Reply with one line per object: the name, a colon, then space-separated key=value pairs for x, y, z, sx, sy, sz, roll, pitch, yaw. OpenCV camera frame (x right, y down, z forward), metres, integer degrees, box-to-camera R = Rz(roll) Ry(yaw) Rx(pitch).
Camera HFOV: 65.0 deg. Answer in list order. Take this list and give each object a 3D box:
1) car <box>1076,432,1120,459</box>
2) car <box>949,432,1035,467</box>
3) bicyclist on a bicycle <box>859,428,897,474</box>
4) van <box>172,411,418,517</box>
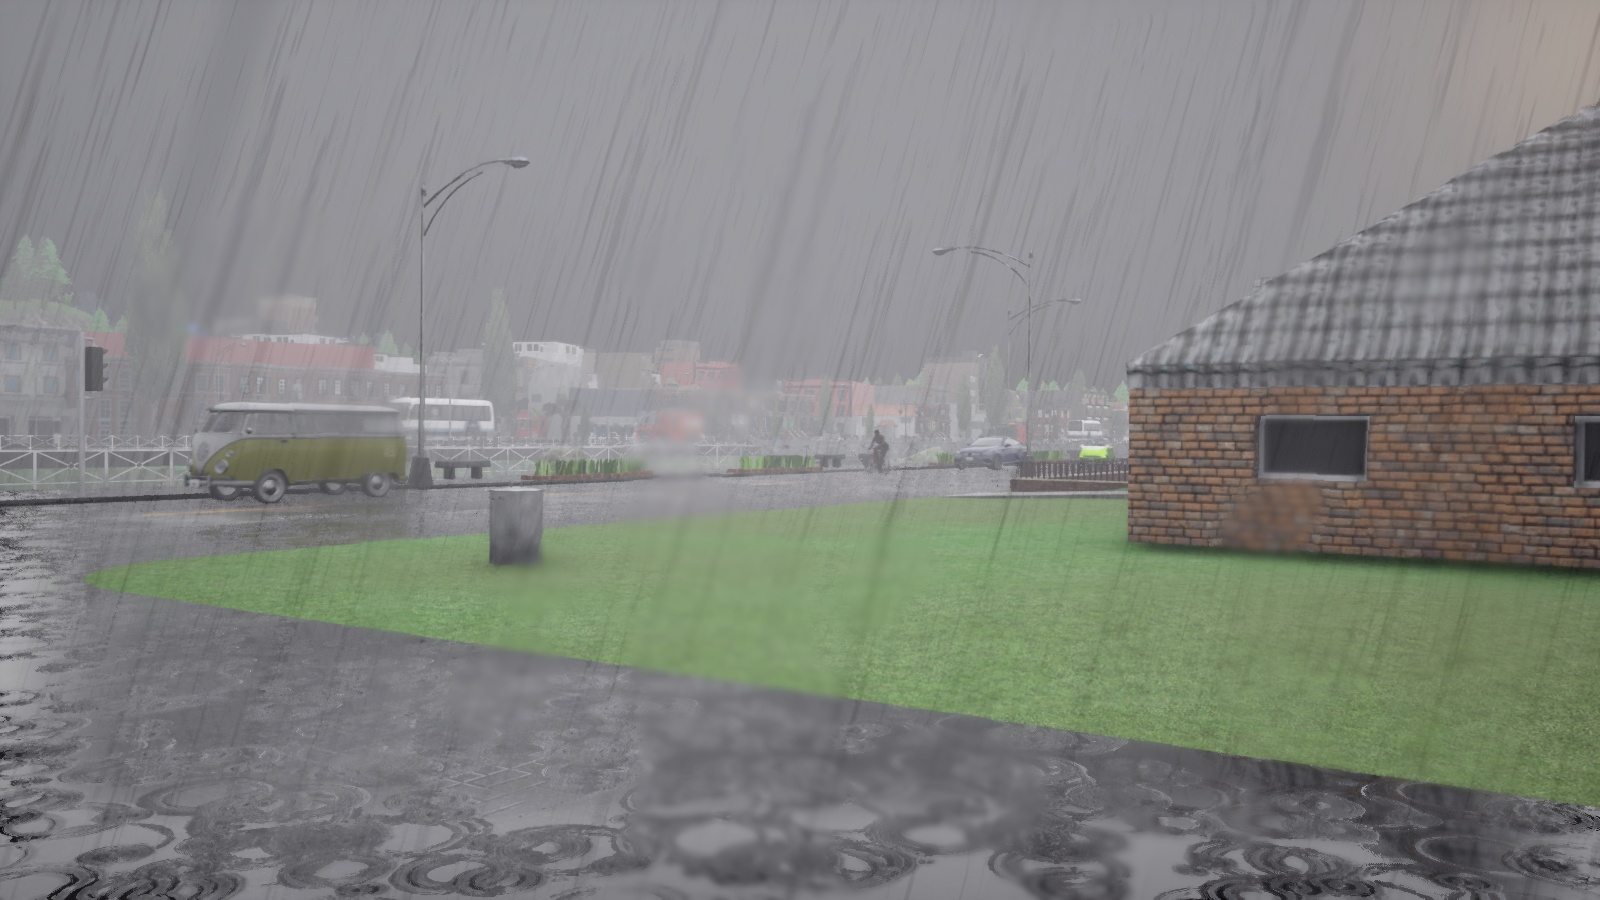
car: x=15.242 y=-0.228 z=64.154 sx=1.481 sy=1.376 sz=2.207 roll=0 pitch=1 yaw=34
car: x=8.251 y=-0.050 z=53.626 sx=1.812 sy=1.442 sz=4.674 roll=0 pitch=1 yaw=34
bicyclist on a bicycle: x=2.837 y=0.038 z=45.473 sx=0.582 sy=1.620 sz=1.656 roll=0 pitch=1 yaw=34
van: x=-10.238 y=0.225 z=25.784 sx=1.775 sy=1.987 sz=4.442 roll=0 pitch=1 yaw=34
